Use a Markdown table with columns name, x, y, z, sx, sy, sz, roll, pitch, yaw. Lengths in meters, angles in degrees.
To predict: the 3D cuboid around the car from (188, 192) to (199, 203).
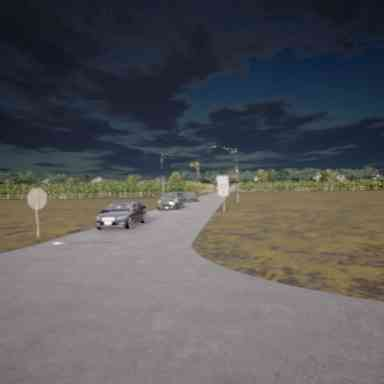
| name | x | y | z | sx | sy | sz | roll | pitch | yaw |
| --- | --- | --- | --- | --- | --- | --- | --- | --- | --- |
| car | -0.094 | 0.760 | 48.503 | 1.837 | 1.490 | 4.892 | -2 | 0 | 8 |

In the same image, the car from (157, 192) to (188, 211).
| name | x | y | z | sx | sy | sz | roll | pitch | yaw |
| --- | --- | --- | --- | --- | --- | --- | --- | --- | --- |
| car | -2.096 | 0.861 | 33.506 | 2.097 | 1.767 | 4.553 | -2 | 1 | 7 |

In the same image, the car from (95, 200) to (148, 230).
| name | x | y | z | sx | sy | sz | roll | pitch | yaw |
| --- | --- | --- | --- | --- | --- | --- | --- | --- | --- |
| car | -3.947 | 1.264 | 19.260 | 2.128 | 1.511 | 4.902 | -2 | 1 | 8 |
